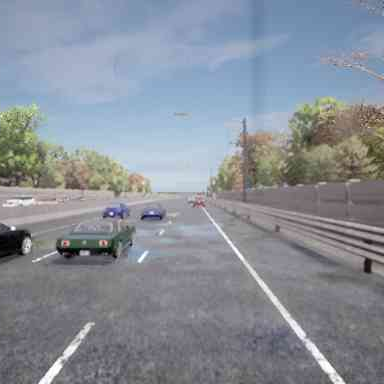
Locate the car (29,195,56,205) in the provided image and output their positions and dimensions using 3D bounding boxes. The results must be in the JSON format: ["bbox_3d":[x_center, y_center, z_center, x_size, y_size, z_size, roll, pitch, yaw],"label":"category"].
[{"bbox_3d":[-21.075,1.636,48.023,2.097,1.767,4.553,0,0,0],"label":"car"}]

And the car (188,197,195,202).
[{"bbox_3d":[-0.026,2.116,91.725,1.895,1.301,4.718,0,0,0],"label":"car"}]

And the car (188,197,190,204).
[{"bbox_3d":[-0.022,2.081,76.355,1.895,1.301,4.718,0,0,0],"label":"car"}]

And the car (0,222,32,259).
[{"bbox_3d":[-6.902,1.536,10.438,1.882,1.535,5.008,0,0,0],"label":"car"}]

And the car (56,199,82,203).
[{"bbox_3d":[-17.576,1.782,48.815,2.128,1.511,4.902,0,0,0],"label":"car"}]

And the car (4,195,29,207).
[{"bbox_3d":[-24.571,1.502,47.743,2.150,2.045,5.566,0,0,0],"label":"car"}]

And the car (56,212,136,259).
[{"bbox_3d":[-3.403,1.674,12.804,1.895,1.301,4.718,0,0,0],"label":"car"}]

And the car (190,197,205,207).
[{"bbox_3d":[1.207,1.707,57.529,2.097,1.767,4.553,0,0,0],"label":"car"}]

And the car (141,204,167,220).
[{"bbox_3d":[-3.408,1.741,30.243,1.994,1.385,4.181,0,0,0],"label":"car"}]

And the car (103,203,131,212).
[{"bbox_3d":[-6.909,1.706,30.776,1.812,1.442,4.674,0,0,0],"label":"car"}]
